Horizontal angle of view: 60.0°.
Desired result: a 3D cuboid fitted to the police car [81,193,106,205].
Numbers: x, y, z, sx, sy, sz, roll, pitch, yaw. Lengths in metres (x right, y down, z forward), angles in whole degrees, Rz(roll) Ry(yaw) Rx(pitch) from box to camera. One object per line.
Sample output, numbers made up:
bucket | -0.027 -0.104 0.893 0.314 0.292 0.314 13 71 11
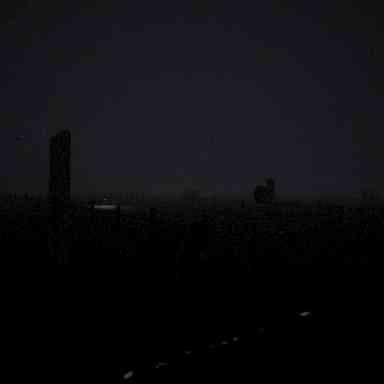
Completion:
police car | -12.440 0.868 42.025 2.038 1.542 4.974 1 1 -35
